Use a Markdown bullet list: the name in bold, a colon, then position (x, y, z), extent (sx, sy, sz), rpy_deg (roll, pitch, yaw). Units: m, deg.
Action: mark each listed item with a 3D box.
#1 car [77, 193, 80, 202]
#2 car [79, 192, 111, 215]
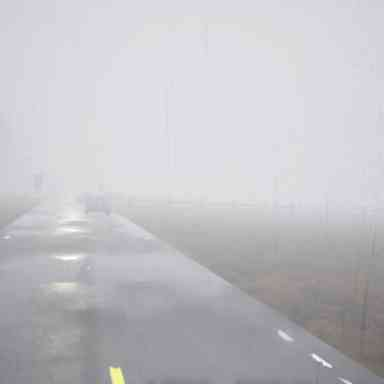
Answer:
- **car**: position (-12.161, 0.655, 38.651), extent (1.994, 1.385, 4.181), rpy_deg (4, 0, -21)
- **car**: position (-7.465, 0.974, 26.062), extent (2.033, 1.411, 5.357), rpy_deg (4, 0, -20)
